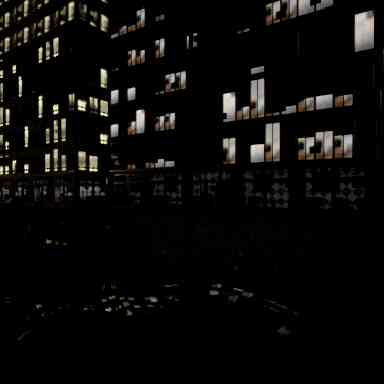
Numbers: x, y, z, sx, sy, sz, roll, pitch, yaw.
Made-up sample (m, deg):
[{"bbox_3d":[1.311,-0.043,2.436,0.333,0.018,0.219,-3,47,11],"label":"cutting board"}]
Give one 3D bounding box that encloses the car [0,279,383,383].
[{"bbox_3d":[-0.441,1.566,3.184,4.313,1.339,1.947,0,0,36],"label":"car"}]
